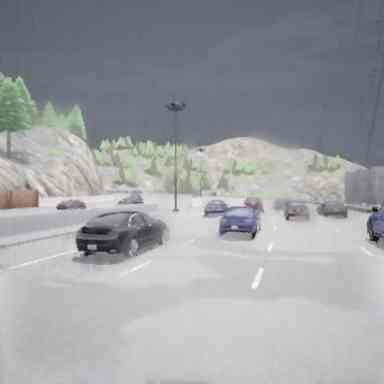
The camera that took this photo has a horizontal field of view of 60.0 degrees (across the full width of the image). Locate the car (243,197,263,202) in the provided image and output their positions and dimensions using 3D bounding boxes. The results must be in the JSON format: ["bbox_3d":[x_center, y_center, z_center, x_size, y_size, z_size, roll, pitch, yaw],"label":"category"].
[{"bbox_3d":[6.738,1.281,36.557,2.097,1.767,4.553,0,0,11],"label":"car"}]

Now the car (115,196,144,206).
[{"bbox_3d":[-7.362,1.477,38.119,1.994,1.385,4.181,0,0,10],"label":"car"}]

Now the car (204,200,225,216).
[{"bbox_3d":[2.341,1.480,31.701,2.033,1.411,5.357,0,0,11],"label":"car"}]

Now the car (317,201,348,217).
[{"bbox_3d":[12.735,1.507,30.384,1.994,1.385,4.181,0,0,11],"label":"car"}]

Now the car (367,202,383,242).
[{"bbox_3d":[8.582,1.199,13.000,2.150,2.045,5.566,0,0,16],"label":"car"}]

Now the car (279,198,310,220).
[{"bbox_3d":[8.697,1.493,27.879,2.033,1.411,5.357,0,0,13],"label":"car"}]

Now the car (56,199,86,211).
[{"bbox_3d":[-14.243,1.469,39.389,1.994,1.385,4.181,0,0,10],"label":"car"}]

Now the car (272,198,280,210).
[{"bbox_3d":[10.943,1.468,40.552,2.033,1.411,5.357,0,0,7],"label":"car"}]

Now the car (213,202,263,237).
[{"bbox_3d":[2.612,1.489,17.708,1.812,1.442,4.674,0,0,15],"label":"car"}]

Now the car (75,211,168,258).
[{"bbox_3d":[-2.432,1.475,12.758,1.837,1.490,4.892,0,0,17],"label":"car"}]
